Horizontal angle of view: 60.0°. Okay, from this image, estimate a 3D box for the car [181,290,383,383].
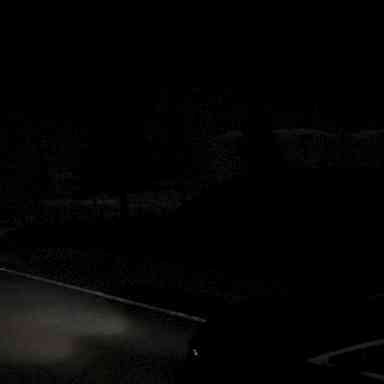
[{"bbox_3d":[2.137,1.487,2.454,4.902,1.511,2.128,-1,0,35],"label":"car"}]
